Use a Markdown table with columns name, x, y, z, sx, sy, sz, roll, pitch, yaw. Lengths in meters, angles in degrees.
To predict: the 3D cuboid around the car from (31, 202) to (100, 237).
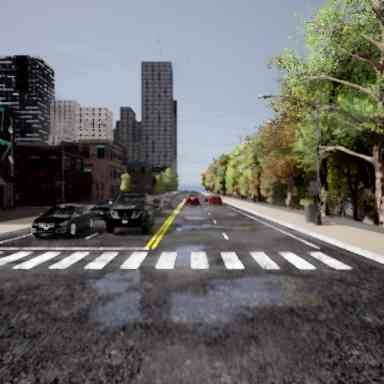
| name | x | y | z | sx | sy | sz | roll | pitch | yaw |
| --- | --- | --- | --- | --- | --- | --- | --- | --- | --- |
| car | -6.607 | 1.387 | 17.516 | 1.837 | 1.490 | 4.892 | 0 | 0 | 0 |

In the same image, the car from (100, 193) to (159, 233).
| name | x | y | z | sx | sy | sz | roll | pitch | yaw |
| --- | --- | --- | --- | --- | --- | --- | --- | --- | --- |
| car | -3.369 | 1.093 | 19.110 | 2.150 | 2.045 | 5.566 | 0 | 0 | -1 |

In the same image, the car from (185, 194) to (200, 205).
| name | x | y | z | sx | sy | sz | roll | pitch | yaw |
| --- | --- | --- | --- | --- | --- | --- | --- | --- | --- |
| car | 0.089 | 1.019 | 49.325 | 2.097 | 1.767 | 4.553 | 0 | 0 | 0 |

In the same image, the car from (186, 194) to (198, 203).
| name | x | y | z | sx | sy | sz | roll | pitch | yaw |
| --- | --- | --- | --- | --- | --- | --- | --- | --- | --- |
| car | -0.009 | 1.163 | 59.123 | 1.994 | 1.385 | 4.181 | 0 | 0 | 0 |

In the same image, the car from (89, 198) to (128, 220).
| name | x | y | z | sx | sy | sz | roll | pitch | yaw |
| --- | --- | --- | --- | --- | --- | --- | --- | --- | --- |
| car | -6.603 | 1.296 | 26.892 | 1.882 | 1.535 | 5.008 | 0 | 0 | 0 |

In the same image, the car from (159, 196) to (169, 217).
| name | x | y | z | sx | sy | sz | roll | pitch | yaw |
| --- | --- | --- | --- | --- | --- | --- | --- | --- | --- |
| car | -3.355 | 1.308 | 29.142 | 1.837 | 1.490 | 4.892 | 0 | 0 | 0 |

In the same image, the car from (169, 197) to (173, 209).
| name | x | y | z | sx | sy | sz | roll | pitch | yaw |
| --- | --- | --- | --- | --- | --- | --- | --- | --- | --- |
| car | -3.345 | 1.225 | 39.452 | 2.128 | 1.511 | 4.902 | 0 | 0 | 0 |

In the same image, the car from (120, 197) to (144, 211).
| name | x | y | z | sx | sy | sz | roll | pitch | yaw |
| --- | --- | --- | --- | --- | --- | --- | --- | --- | --- |
| car | -6.607 | 1.315 | 36.891 | 1.994 | 1.385 | 4.181 | 0 | 0 | -1 |

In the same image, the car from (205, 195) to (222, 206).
| name | x | y | z | sx | sy | sz | roll | pitch | yaw |
| --- | --- | --- | --- | --- | --- | --- | --- | --- | --- |
| car | 3.340 | 1.149 | 48.659 | 1.882 | 1.535 | 5.008 | 0 | 0 | 0 |
